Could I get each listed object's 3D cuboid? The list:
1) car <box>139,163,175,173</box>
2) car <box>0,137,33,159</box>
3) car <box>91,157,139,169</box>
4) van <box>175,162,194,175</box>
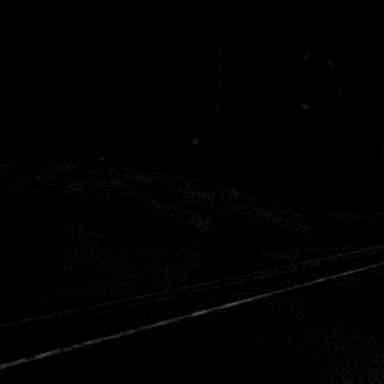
[{"bbox_3d":[-4.631,-2.593,38.533,2.002,1.452,4.674,0,-2,40],"label":"car"},{"bbox_3d":[-15.521,-3.351,26.040,2.435,2.045,5.566,0,-1,44],"label":"car"},{"bbox_3d":[-8.191,-2.771,34.289,2.002,1.452,4.674,0,-1,41],"label":"car"},{"bbox_3d":[-1.047,-2.654,42.936,1.878,1.987,4.442,0,-2,39],"label":"van"}]
